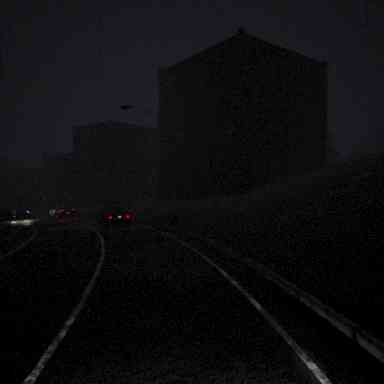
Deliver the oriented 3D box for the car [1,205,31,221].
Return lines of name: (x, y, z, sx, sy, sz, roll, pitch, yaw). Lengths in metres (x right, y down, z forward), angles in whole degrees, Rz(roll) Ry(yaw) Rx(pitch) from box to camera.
car: (-21.006, 2.440, 39.653, 4.553, 1.767, 2.097, -4, -1, 44)

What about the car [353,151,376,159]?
car: (27.753, -5.560, 52.225, 2.231, 1.521, 4.892, 0, 2, 5)

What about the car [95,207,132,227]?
car: (-6.007, 1.814, 25.028, 2.033, 1.411, 5.357, -1, -1, -25)

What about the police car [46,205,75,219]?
police car: (-15.607, 2.314, 39.256, 2.038, 1.542, 4.974, -2, -1, -41)

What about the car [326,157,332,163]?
car: (29.306, -6.216, 68.669, 2.435, 2.045, 5.566, 0, 1, 5)

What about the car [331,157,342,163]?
car: (28.791, -5.796, 63.214, 2.002, 1.452, 4.674, 0, 1, 5)

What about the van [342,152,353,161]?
van: (28.260, -5.924, 57.591, 1.878, 1.987, 4.442, 0, 1, 5)
